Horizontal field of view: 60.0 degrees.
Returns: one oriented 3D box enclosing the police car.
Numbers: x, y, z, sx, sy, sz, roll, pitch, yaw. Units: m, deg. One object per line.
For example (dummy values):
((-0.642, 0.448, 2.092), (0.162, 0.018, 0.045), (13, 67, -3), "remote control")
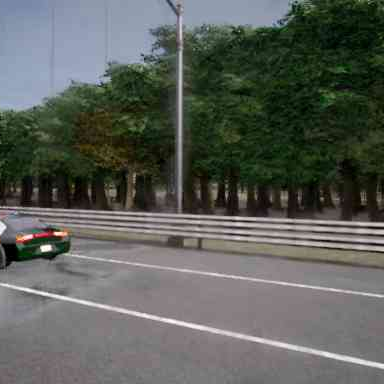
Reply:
((-6.452, 1.474, 11.079), (4.974, 1.542, 2.038), (1, 0, 29), "police car")
